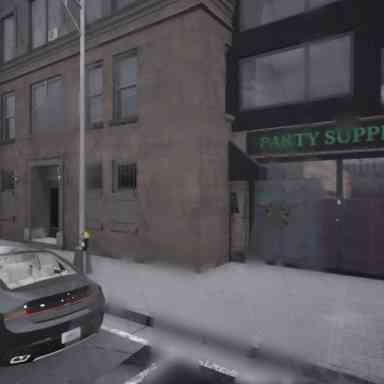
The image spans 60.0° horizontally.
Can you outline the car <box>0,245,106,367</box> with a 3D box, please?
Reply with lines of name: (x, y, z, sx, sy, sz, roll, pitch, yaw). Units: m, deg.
car: (-3.282, 1.550, 5.416, 4.403, 1.369, 2.008, 0, 0, 35)
